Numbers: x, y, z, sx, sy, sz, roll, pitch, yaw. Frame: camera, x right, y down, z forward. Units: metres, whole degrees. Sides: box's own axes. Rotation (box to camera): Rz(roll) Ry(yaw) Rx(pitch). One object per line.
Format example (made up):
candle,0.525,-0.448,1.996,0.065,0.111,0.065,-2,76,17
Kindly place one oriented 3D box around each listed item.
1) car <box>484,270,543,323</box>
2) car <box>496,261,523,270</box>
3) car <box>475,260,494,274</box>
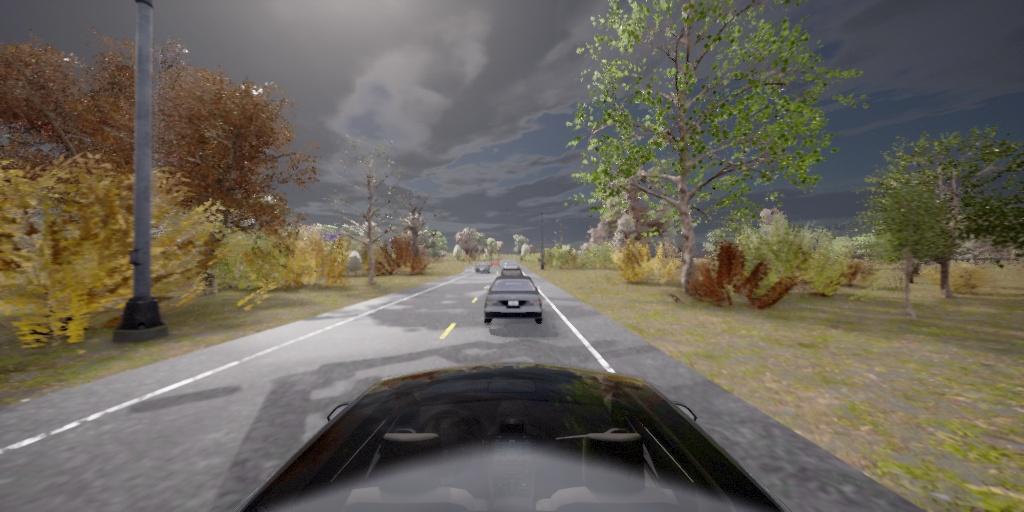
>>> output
car,0.046,1.381,12.520,2.033,1.411,5.357,0,0,0
car,-0.032,1.477,32.397,2.128,1.511,4.902,0,0,0
car,-3.923,1.584,48.272,2.128,1.511,4.902,0,0,-2
